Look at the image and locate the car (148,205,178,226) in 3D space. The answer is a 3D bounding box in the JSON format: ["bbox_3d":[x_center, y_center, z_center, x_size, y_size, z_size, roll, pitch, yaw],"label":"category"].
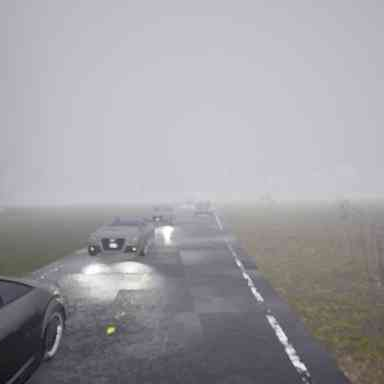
[{"bbox_3d":[-2.186,1.649,24.446,1.994,1.385,4.181,0,0,4],"label":"car"}]

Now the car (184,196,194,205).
[{"bbox_3d":[-0.309,1.617,63.953,2.097,1.767,4.553,1,0,3],"label":"car"}]

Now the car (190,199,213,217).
[{"bbox_3d":[1.123,1.660,32.786,2.033,1.411,5.357,0,0,2],"label":"car"}]

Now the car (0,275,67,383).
[{"bbox_3d":[-2.805,1.575,3.130,1.994,1.385,4.181,0,0,0],"label":"car"}]

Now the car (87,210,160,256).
[{"bbox_3d":[-2.617,1.612,13.171,1.994,1.385,4.181,0,0,1],"label":"car"}]
